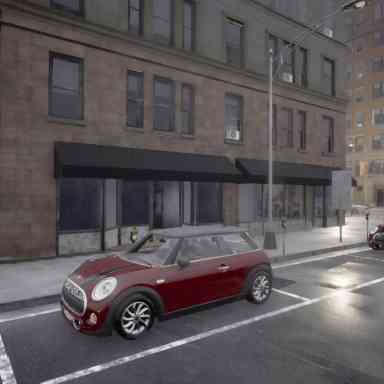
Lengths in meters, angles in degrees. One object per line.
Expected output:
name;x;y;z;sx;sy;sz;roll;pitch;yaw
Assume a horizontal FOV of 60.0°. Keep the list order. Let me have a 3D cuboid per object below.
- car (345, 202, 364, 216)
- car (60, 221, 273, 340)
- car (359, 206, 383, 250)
car;14.605;1.449;32.041;1.812;1.442;4.674;1;0;-36
car;-0.362;1.441;6.488;4.097;1.590;1.967;0;0;-35
car;8.598;1.445;12.845;4.097;1.590;1.967;0;0;-35
